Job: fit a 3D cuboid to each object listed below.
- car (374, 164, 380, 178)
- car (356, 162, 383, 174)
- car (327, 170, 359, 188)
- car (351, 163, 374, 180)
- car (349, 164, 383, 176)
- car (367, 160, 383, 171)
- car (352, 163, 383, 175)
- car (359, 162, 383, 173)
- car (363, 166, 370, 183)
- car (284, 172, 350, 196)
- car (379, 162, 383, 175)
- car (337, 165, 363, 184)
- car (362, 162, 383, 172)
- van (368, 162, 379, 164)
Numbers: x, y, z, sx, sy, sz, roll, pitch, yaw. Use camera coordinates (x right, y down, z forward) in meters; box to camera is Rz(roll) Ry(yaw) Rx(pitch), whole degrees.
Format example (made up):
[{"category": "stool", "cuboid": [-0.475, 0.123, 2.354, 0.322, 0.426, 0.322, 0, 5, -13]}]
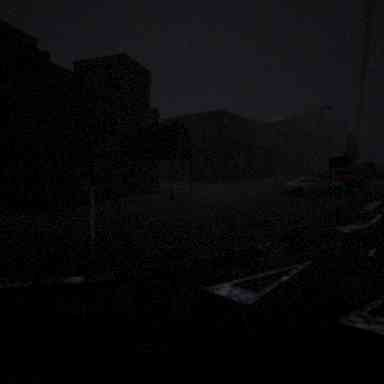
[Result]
[{"category": "car", "cuboid": [18.514, -2.060, 38.772, 5.008, 1.535, 2.097, -2, 4, 17]}, {"category": "car", "cuboid": [28.957, -3.836, 52.856, 4.892, 1.521, 2.231, -2, 5, 17]}, {"category": "car", "cuboid": [11.600, -0.842, 29.302, 4.792, 1.488, 2.163, -2, 4, 16]}, {"category": "car", "cuboid": [16.800, -1.889, 36.381, 4.553, 1.767, 2.185, -2, 5, 17]}, {"category": "car", "cuboid": [25.500, -3.217, 48.163, 4.792, 1.488, 2.163, -2, 4, 17]}, {"category": "car", "cuboid": [34.212, -4.848, 59.858, 4.553, 1.767, 2.185, -2, 5, 17]}, {"category": "car", "cuboid": [27.205, -3.541, 50.520, 5.008, 1.535, 2.097, -2, 4, 17]}, {"category": "car", "cuboid": [30.703, -4.132, 55.194, 4.892, 1.521, 2.231, -2, 5, 17]}, {"category": "car", "cuboid": [15.015, -1.434, 34.046, 4.792, 1.488, 2.163, -2, 5, 17]}, {"category": "car", "cuboid": [9.836, -0.533, 26.942, 4.674, 1.452, 2.002, -2, 4, 16]}, {"category": "car", "cuboid": [22.171, -2.664, 43.421, 5.366, 1.575, 1.946, -2, 4, 17]}, {"category": "car", "cuboid": [13.325, -1.294, 31.650, 4.553, 1.767, 2.185, -2, 5, 16]}, {"category": "car", "cuboid": [32.449, -4.429, 57.537, 5.008, 1.535, 2.097, -2, 5, 17]}, {"category": "van", "cuboid": [20.129, -2.577, 41.139, 4.442, 1.987, 1.878, -2, 5, 17]}]
